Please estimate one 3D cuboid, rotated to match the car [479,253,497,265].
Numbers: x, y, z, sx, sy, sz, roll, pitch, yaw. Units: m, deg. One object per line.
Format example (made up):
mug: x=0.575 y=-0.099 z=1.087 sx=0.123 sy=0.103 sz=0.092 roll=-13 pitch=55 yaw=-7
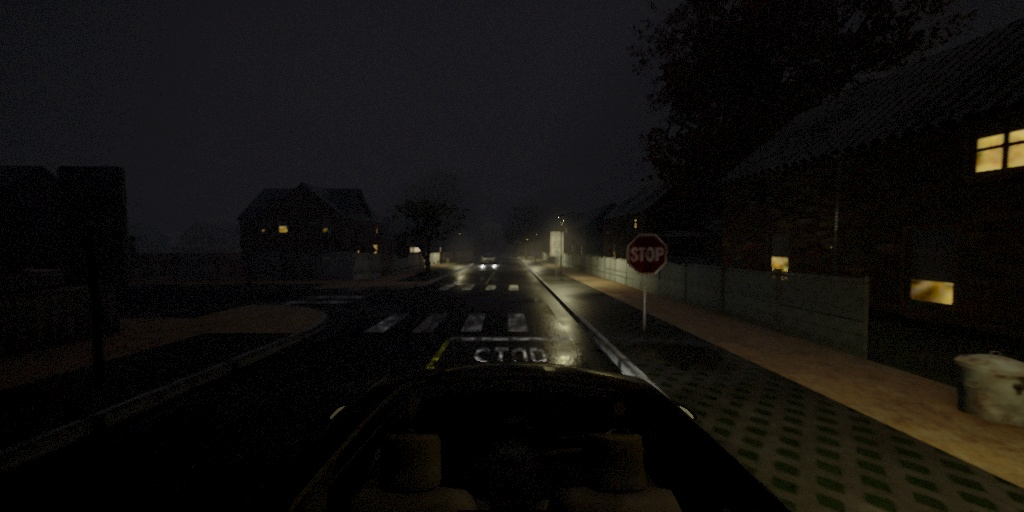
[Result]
car: x=-3.050 y=0.396 z=46.934 sx=1.812 sy=1.442 sz=4.674 roll=0 pitch=1 yaw=0
